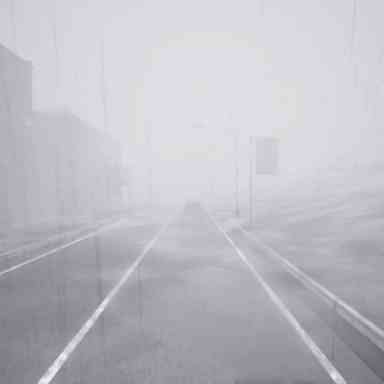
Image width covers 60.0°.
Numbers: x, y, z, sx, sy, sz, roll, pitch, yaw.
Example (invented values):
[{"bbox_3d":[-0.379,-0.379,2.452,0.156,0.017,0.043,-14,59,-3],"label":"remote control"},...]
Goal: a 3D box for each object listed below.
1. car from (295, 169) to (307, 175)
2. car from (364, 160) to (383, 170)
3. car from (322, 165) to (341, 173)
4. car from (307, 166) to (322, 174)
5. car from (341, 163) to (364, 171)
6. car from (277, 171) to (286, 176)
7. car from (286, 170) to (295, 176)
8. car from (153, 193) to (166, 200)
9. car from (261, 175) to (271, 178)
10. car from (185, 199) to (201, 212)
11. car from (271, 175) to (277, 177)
[{"bbox_3d":[22.471,-3.821,64.830,2.097,1.535,5.008,0,1,-4],"label":"car"},{"bbox_3d":[25.058,-3.397,42.798,2.231,1.521,4.892,0,1,-9],"label":"car"},{"bbox_3d":[23.555,-3.577,53.633,2.163,1.488,4.792,0,1,-6],"label":"car"},{"bbox_3d":[22.937,-3.841,59.324,2.185,1.767,4.553,0,1,-5],"label":"car"},{"bbox_3d":[24.255,-3.462,48.159,2.002,1.452,4.674,0,1,-7],"label":"car"},{"bbox_3d":[21.889,-4.027,75.909,2.231,1.521,4.892,0,1,-1],"label":"car"},{"bbox_3d":[22.120,-3.887,70.367,2.002,1.452,4.674,0,1,-2],"label":"car"},{"bbox_3d":[-7.704,1.327,78.093,2.150,2.045,5.566,0,-1,-22],"label":"car"},{"bbox_3d":[21.529,-4.375,92.363,2.185,1.767,4.553,0,1,-1],"label":"car"},{"bbox_3d":[0.101,1.486,38.123,1.812,1.442,4.674,0,0,0],"label":"car"},{"bbox_3d":[21.763,-4.110,81.426,2.231,1.521,4.892,0,1,-1],"label":"car"}]
